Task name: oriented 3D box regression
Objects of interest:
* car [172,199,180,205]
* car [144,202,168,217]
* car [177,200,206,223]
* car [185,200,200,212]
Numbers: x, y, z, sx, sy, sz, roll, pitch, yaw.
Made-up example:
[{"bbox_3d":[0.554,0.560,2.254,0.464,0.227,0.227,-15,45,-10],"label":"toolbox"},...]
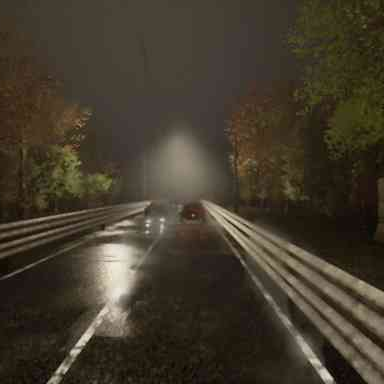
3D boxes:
[{"bbox_3d":[-3.289,2.155,73.670,1.994,1.385,4.181,0,-1,0],"label":"car"},{"bbox_3d":[-3.358,1.658,31.669,1.994,1.385,4.181,0,-1,0],"label":"car"},{"bbox_3d":[0.086,1.526,26.149,1.882,1.535,5.008,0,0,0],"label":"car"},{"bbox_3d":[0.082,1.749,42.987,1.812,1.442,4.674,0,-1,0],"label":"car"}]
